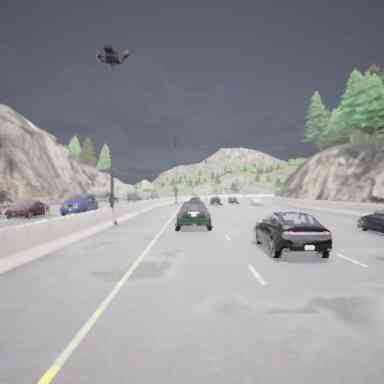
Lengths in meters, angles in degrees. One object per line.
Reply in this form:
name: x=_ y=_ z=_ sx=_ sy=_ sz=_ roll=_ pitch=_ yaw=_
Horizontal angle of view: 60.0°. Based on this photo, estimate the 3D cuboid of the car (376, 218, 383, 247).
car: x=7.094 y=1.600 z=8.587 sx=1.895 sy=1.301 sz=4.718 roll=0 pitch=0 yaw=0

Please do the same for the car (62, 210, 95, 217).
car: x=-10.561 y=1.223 z=31.726 sx=2.150 sy=2.045 sz=5.566 roll=0 pitch=0 yaw=0

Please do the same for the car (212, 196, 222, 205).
car: x=4.231 y=1.501 z=59.118 sx=1.837 sy=1.490 sz=4.892 roll=-1 pitch=0 yaw=5

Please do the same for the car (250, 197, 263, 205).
car: x=11.176 y=1.520 z=57.950 sx=1.812 sy=1.442 sz=4.674 roll=0 pitch=0 yaw=4

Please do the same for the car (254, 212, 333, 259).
car: x=3.605 y=1.491 z=12.603 sx=2.128 sy=1.511 sz=4.902 roll=0 pitch=0 yaw=0

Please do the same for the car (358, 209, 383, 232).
car: x=10.604 y=1.562 z=17.633 sx=1.994 sy=1.385 sz=4.181 roll=0 pitch=0 yaw=0

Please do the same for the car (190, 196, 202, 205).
car: x=0.726 y=1.502 z=59.171 sx=1.837 sy=1.490 sz=4.892 roll=-1 pitch=0 yaw=5

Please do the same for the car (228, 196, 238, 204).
car: x=7.881 y=1.542 z=63.641 sx=2.033 sy=1.411 sz=5.357 roll=0 pitch=0 yaw=7

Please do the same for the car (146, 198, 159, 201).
car: x=-8.486 y=1.203 z=72.269 sx=1.812 sy=1.442 sz=4.674 roll=0 pitch=0 yaw=7

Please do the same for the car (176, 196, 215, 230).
car: x=0.109 y=1.350 z=21.212 sx=2.097 sy=1.767 sz=4.553 roll=0 pitch=0 yaw=0
